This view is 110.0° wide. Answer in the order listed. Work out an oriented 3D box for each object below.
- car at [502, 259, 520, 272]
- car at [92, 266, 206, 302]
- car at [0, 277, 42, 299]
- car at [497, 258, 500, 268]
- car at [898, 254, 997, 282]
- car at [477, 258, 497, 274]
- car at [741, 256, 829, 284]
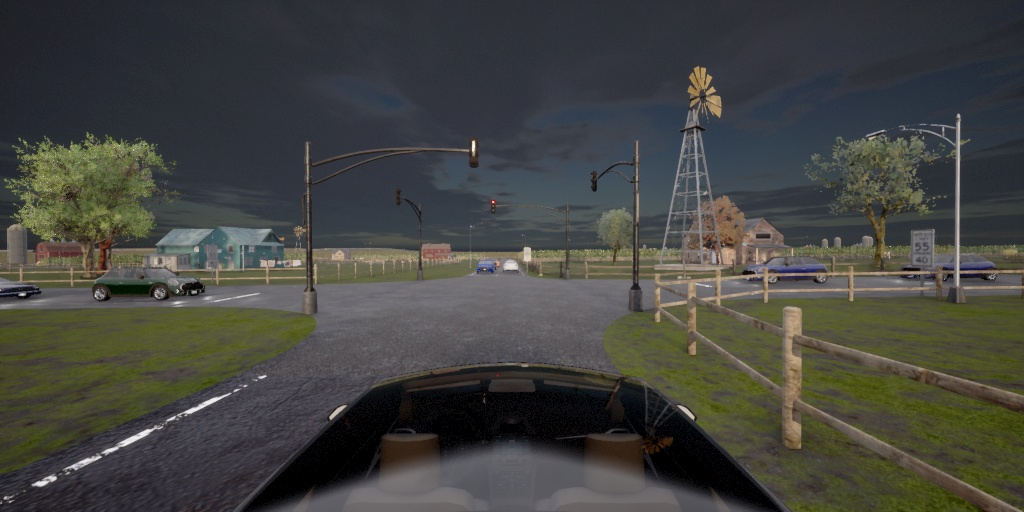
[{"bbox_3d":[-0.125,1.270,45.585,1.812,1.442,4.674,0,0,0],"label":"car"},{"bbox_3d":[-19.175,1.372,19.086,4.553,1.767,2.097,-1,1,0],"label":"car"},{"bbox_3d":[-28.693,1.697,19.043,5.357,1.411,2.033,-1,1,0],"label":"car"},{"bbox_3d":[-3.115,1.293,51.862,2.033,1.411,5.357,0,0,-1],"label":"car"},{"bbox_3d":[27.768,0.670,22.996,4.553,1.767,2.097,-1,1,0],"label":"car"},{"bbox_3d":[-3.045,1.223,41.958,1.882,1.535,5.008,0,0,-1],"label":"car"},{"bbox_3d":[17.322,0.809,22.952,4.553,1.767,2.097,-1,1,0],"label":"car"}]
